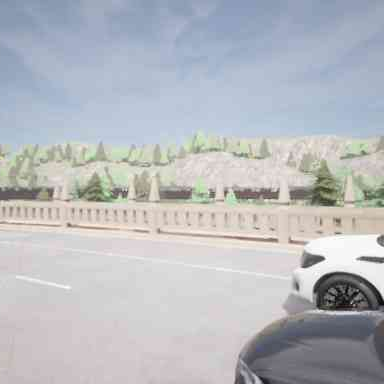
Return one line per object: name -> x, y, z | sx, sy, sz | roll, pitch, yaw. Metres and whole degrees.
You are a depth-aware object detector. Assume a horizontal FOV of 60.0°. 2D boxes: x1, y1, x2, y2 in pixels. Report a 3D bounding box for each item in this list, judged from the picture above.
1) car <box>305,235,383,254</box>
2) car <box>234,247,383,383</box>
car -> 4.423, 1.190, 5.005 | 5.566, 2.045, 2.150 | 0, 0, 36
car -> 2.575, 1.475, 1.986 | 4.902, 1.511, 2.128 | 0, 0, 36
